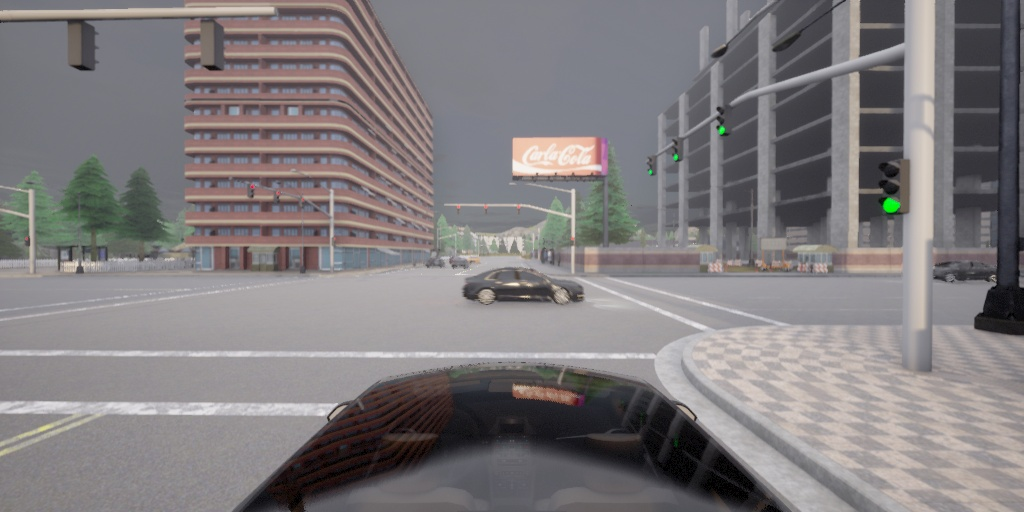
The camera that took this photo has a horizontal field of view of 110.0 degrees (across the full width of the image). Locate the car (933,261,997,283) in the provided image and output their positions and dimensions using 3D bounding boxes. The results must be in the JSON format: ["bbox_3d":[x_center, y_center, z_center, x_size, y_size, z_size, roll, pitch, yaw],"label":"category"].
[{"bbox_3d":[30.917,1.076,24.968,4.892,1.490,1.837,0,0,0],"label":"car"}]

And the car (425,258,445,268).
[{"bbox_3d":[-10.566,0.947,49.575,1.994,1.385,4.181,0,0,0],"label":"car"}]

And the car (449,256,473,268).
[{"bbox_3d":[-7.068,0.931,49.455,2.033,1.411,5.357,0,0,0],"label":"car"}]

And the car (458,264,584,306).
[{"bbox_3d":[0.429,1.228,14.544,4.892,1.490,1.837,0,0,0],"label":"car"}]
